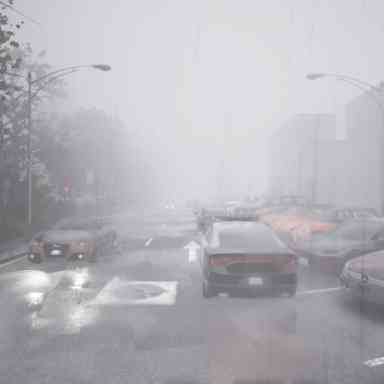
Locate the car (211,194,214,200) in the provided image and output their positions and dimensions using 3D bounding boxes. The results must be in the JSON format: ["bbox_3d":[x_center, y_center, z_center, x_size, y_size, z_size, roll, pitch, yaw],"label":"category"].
[{"bbox_3d":[5.470,1.435,45.872,4.553,1.767,2.185,1,0,-20],"label":"car"}]

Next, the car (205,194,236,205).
[{"bbox_3d":[5.469,1.375,63.913,5.566,2.045,2.435,1,0,-20],"label":"car"}]

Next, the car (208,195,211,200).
[{"bbox_3d":[5.434,1.571,48.875,5.008,1.535,2.097,1,0,-20],"label":"car"}]

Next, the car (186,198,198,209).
[{"bbox_3d":[0.084,1.567,46.164,2.128,1.511,4.902,0,0,0],"label":"car"}]

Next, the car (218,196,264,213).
[{"bbox_3d":[5.377,1.404,36.854,4.553,1.767,2.185,1,0,-20],"label":"car"}]

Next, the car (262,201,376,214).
[{"bbox_3d":[5.355,1.363,12.847,4.553,1.767,2.185,1,0,-20],"label":"car"}]

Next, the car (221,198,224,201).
[{"bbox_3d":[5.189,1.497,24.781,5.366,1.575,1.946,1,0,-20],"label":"car"}]

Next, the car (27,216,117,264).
[{"bbox_3d":[-3.962,1.565,11.676,1.994,1.385,4.181,0,0,0],"label":"car"}]

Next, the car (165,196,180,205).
[{"bbox_3d":[-3.990,1.627,62.124,2.128,1.511,4.902,0,0,1],"label":"car"}]

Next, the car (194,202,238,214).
[{"bbox_3d":[1.189,1.513,18.559,1.837,1.490,4.892,0,0,0],"label":"car"}]

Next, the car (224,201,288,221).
[{"bbox_3d":[5.346,1.537,27.838,4.792,1.488,2.163,1,0,-20],"label":"car"}]

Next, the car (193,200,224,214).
[{"bbox_3d":[1.207,1.542,24.558,1.812,1.442,4.674,0,0,0],"label":"car"}]

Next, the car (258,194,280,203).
[{"bbox_3d":[18.450,1.443,79.894,2.435,2.045,5.566,0,0,-21],"label":"car"}]

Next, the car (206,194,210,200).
[{"bbox_3d":[5.275,1.598,57.819,5.366,1.575,1.946,1,0,-20],"label":"car"}]

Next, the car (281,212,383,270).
[{"bbox_3d":[5.287,1.515,9.827,4.792,1.488,2.163,1,0,-20],"label":"car"}]

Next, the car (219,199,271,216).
[{"bbox_3d":[5.372,1.552,33.840,4.792,1.488,2.163,1,0,-20],"label":"car"}]

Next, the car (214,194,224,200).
[{"bbox_3d":[5.363,1.263,30.840,5.566,2.045,2.435,1,0,-20],"label":"car"}]

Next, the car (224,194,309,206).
[{"bbox_3d":[5.342,1.246,21.824,5.566,2.045,2.435,1,0,-20],"label":"car"}]

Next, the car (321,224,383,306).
[{"bbox_3d":[5.311,1.525,6.836,4.674,1.452,2.002,1,0,-20],"label":"car"}]

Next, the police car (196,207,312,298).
[{"bbox_3d":[1.167,1.425,8.668,1.930,1.638,5.238,0,0,0],"label":"police car"}]

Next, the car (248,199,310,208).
[{"bbox_3d":[5.364,1.365,15.849,4.553,1.767,2.185,1,0,-20],"label":"car"}]

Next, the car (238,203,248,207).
[{"bbox_3d":[5.338,1.533,18.845,4.674,1.452,2.002,1,0,-20],"label":"car"}]
